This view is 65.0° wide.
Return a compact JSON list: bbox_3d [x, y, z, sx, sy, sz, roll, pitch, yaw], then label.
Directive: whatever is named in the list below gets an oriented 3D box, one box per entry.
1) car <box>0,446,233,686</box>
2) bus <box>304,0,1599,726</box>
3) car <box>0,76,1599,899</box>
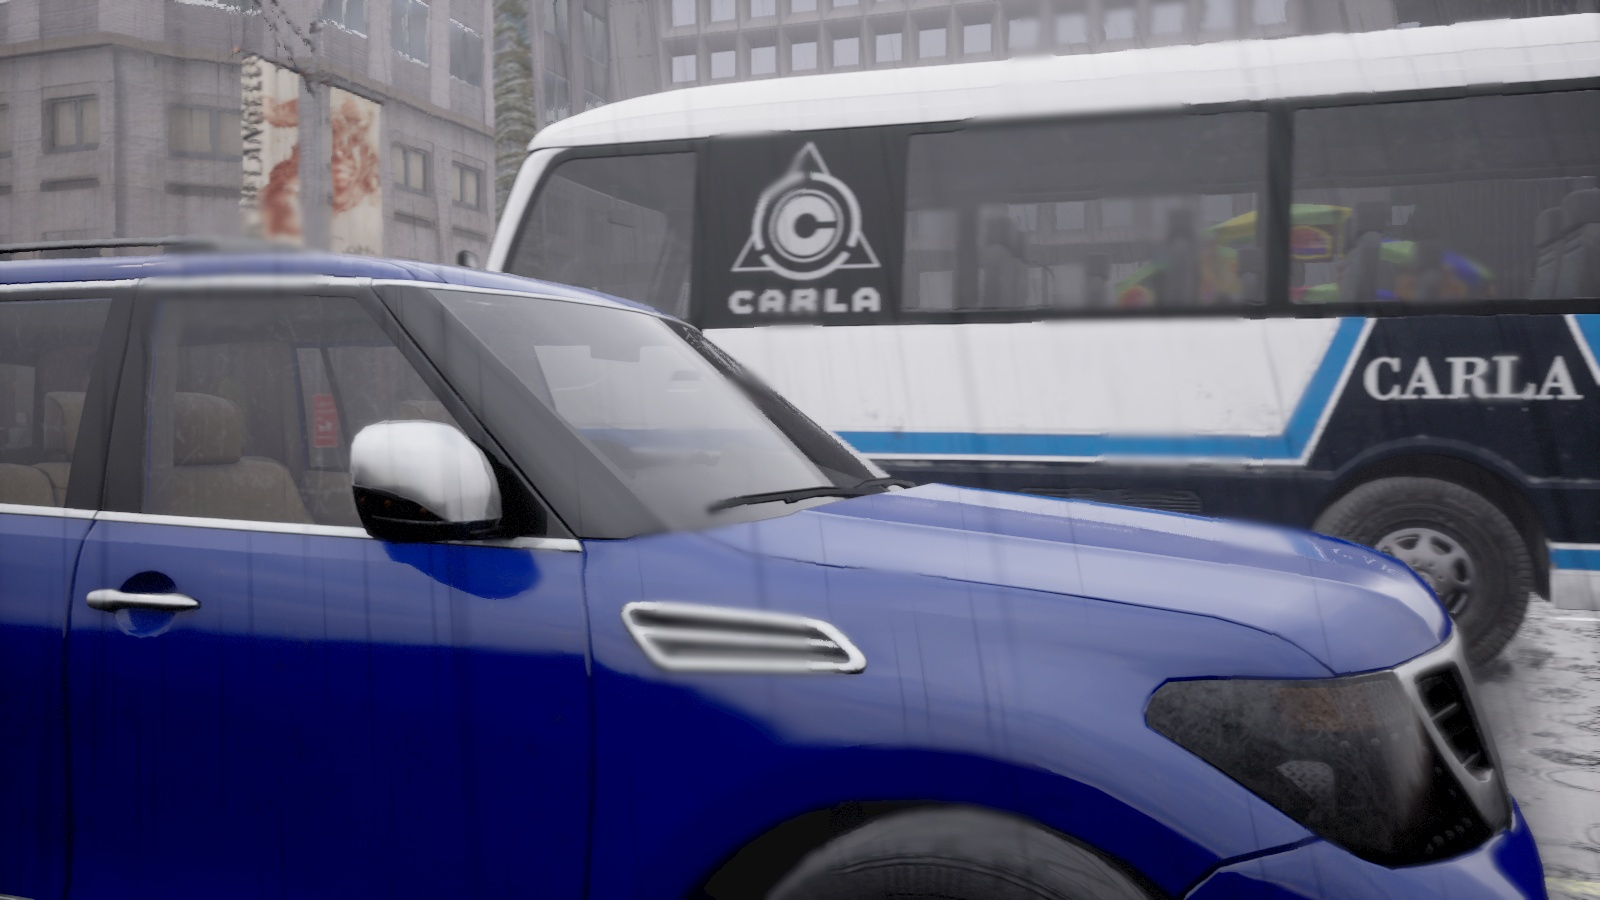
[{"bbox_3d":[-7.105,0.686,9.293,5.357,1.411,2.033,1,1,19],"label":"car"},{"bbox_3d":[1.658,-0.706,9.997,10.273,4.253,3.944,2,1,19],"label":"bus"},{"bbox_3d":[-1.128,0.481,3.569,5.566,2.045,2.150,1,1,19],"label":"car"}]
